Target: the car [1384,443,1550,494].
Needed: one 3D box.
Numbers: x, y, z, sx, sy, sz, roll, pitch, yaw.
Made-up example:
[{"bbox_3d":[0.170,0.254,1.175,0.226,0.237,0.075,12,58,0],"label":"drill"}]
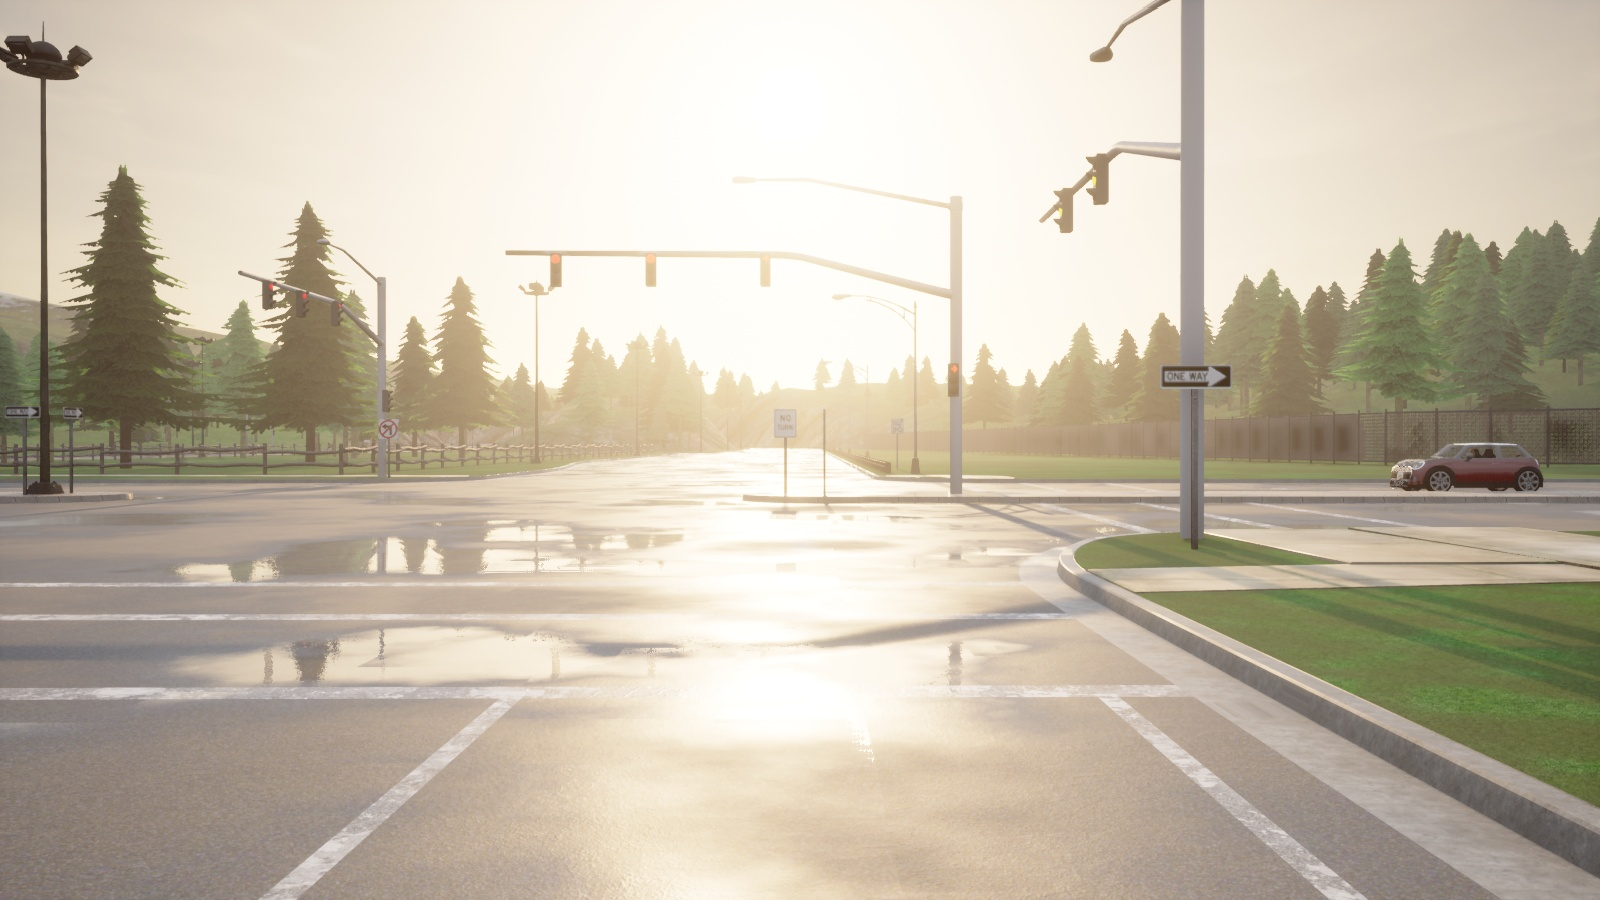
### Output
[{"bbox_3d":[19.433,0.520,36.738,3.806,1.475,1.970,0,0,1],"label":"car"}]
